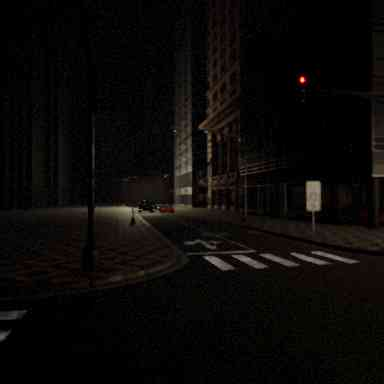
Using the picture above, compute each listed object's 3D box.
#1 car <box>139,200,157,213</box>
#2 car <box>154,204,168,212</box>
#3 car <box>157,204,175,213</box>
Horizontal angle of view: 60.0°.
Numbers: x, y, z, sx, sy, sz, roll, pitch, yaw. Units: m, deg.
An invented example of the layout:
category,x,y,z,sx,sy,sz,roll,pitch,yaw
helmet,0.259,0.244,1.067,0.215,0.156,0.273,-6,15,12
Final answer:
category,x,y,z,sx,sy,sz,roll,pitch,yaw
car,-7.322,2.262,52.990,2.150,2.045,5.566,0,-1,-12
car,-5.647,2.756,59.379,1.895,1.301,4.718,0,-1,-12
car,-3.908,2.596,51.582,1.895,1.301,4.718,0,-1,-12
